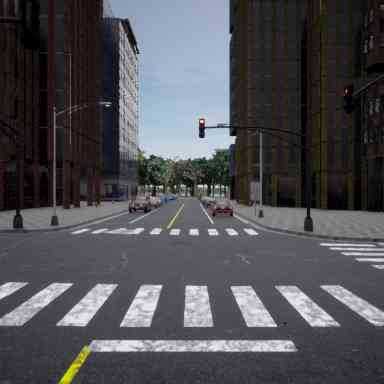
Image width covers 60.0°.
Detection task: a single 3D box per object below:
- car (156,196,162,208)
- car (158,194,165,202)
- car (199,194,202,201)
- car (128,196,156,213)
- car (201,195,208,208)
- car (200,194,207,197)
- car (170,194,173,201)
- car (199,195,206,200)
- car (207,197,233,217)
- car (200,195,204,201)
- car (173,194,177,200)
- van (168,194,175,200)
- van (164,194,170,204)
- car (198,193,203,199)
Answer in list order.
[{"bbox_3d":[-5.744,1.592,48.058,1.802,1.307,4.206,0,0,0],"label":"car"},{"bbox_3d":[-5.742,1.537,53.326,1.752,1.417,4.829,0,0,0],"label":"car"},{"bbox_3d":[2.788,1.542,64.537,1.752,1.417,4.829,0,0,0],"label":"car"},{"bbox_3d":[-5.748,1.321,37.183,2.192,1.841,5.009,0,0,0],"label":"car"},{"bbox_3d":[2.781,1.560,48.055,2.008,1.369,4.403,0,0,0],"label":"car"},{"bbox_3d":[2.786,1.559,58.930,1.887,1.381,4.507,0,0,0],"label":"car"},{"bbox_3d":[-5.735,1.571,69.809,2.008,1.369,4.403,0,0,0],"label":"car"},{"bbox_3d":[2.798,1.561,91.725,1.752,1.417,4.829,0,0,0],"label":"car"},{"bbox_3d":[2.775,1.444,31.742,1.967,1.590,4.097,0,0,0],"label":"car"},{"bbox_3d":[2.784,1.556,53.492,1.887,1.381,4.507,0,0,0],"label":"car"},{"bbox_3d":[-5.729,1.597,86.121,1.947,1.339,4.313,0,0,0],"label":"car"},{"bbox_3d":[-5.727,1.376,91.559,1.690,1.788,3.998,0,0,0],"label":"van"},{"bbox_3d":[-5.738,1.358,64.371,1.690,1.788,3.998,0,0,0],"label":"van"},{"bbox_3d":[2.792,1.549,75.412,1.752,1.417,4.829,0,0,0],"label":"car"}]
